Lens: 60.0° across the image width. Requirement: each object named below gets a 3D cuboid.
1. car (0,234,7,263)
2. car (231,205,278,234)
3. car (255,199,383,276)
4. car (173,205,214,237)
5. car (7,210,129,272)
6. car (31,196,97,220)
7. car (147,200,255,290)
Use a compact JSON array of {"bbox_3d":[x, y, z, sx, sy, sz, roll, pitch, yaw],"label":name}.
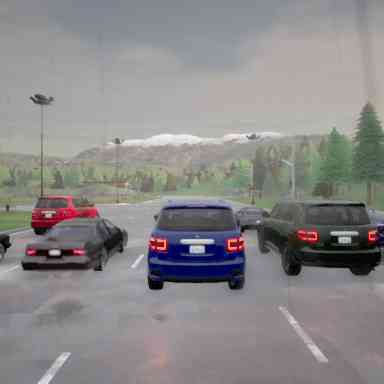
[{"bbox_3d":[-6.913,1.601,8.917,1.895,1.301,4.718,0,0,0],"label":"car"},{"bbox_3d":[3.575,1.564,19.773,1.994,1.385,4.181,0,0,0],"label":"car"},{"bbox_3d":[3.590,1.221,10.511,2.150,2.045,5.566,0,0,0],"label":"car"},{"bbox_3d":[0.076,1.547,19.414,2.033,1.411,5.357,0,0,0],"label":"car"},{"bbox_3d":[-3.406,1.548,10.730,2.033,1.411,5.357,0,0,0],"label":"car"},{"bbox_3d":[-6.917,1.221,18.681,2.150,2.045,5.566,0,0,0],"label":"car"},{"bbox_3d":[0.085,1.221,9.228,2.150,2.045,5.566,0,0,0],"label":"car"}]
